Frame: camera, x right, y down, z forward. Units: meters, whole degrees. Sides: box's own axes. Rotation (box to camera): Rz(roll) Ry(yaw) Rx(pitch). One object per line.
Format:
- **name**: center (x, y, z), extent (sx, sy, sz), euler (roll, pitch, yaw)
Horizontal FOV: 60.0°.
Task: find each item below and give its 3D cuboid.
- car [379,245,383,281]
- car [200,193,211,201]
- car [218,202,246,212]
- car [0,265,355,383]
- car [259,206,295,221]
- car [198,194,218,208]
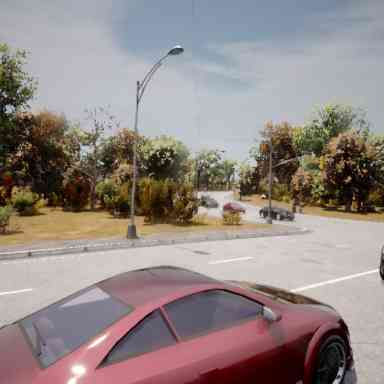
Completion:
- **car**: center (6.967, 1.486, 8.771), extent (4.553, 1.767, 2.097), euler (2, -1, -36)
- **car**: center (3.106, 1.124, 78.681), extent (2.128, 1.511, 4.902), euler (2, 2, -1)
- **car**: center (5.780, 2.191, 45.989), extent (1.812, 1.442, 4.674), euler (3, 0, -19)
- **car**: center (-0.051, 1.571, 3.713), extent (4.181, 1.385, 1.994), euler (0, 0, -36)
- **car**: center (9.342, 2.297, 36.721), extent (1.837, 1.490, 4.892), euler (3, -1, -23)
- **car**: center (3.024, 1.732, 55.517), extent (2.097, 1.767, 4.553), euler (3, 1, -14)
